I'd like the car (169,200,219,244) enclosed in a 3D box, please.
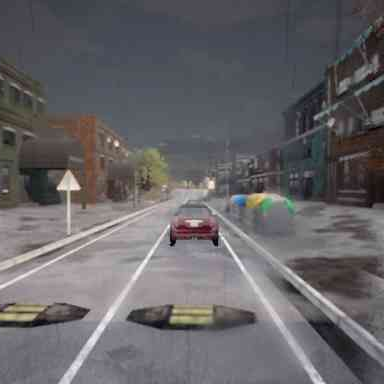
[{"bbox_3d":[0.093,1.345,15.765,2.097,1.767,4.553,0,0,0],"label":"car"}]

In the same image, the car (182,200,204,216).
[{"bbox_3d":[0.088,1.541,34.326,2.033,1.411,5.357,0,0,0],"label":"car"}]
